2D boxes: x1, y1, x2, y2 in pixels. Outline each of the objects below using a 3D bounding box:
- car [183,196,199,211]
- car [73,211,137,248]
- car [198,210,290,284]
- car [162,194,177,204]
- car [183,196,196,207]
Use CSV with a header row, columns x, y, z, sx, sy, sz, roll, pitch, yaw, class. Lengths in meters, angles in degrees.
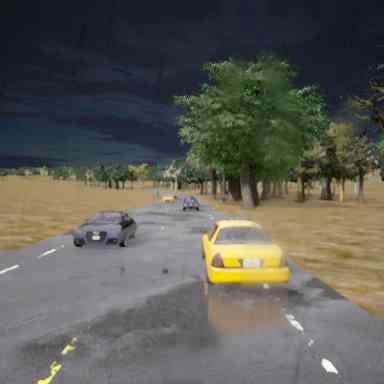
x,y,z,sx,sy,sz,roll,pitch,yaw,class
-0.130,1.406,38.271,2.033,1.411,5.357,0,0,0,car
-3.624,1.531,14.542,1.994,1.385,4.181,0,0,0,car
1.222,1.437,9.418,1.801,1.575,5.366,0,0,0,car
-4.080,1.209,57.848,1.882,1.535,5.008,0,0,-1,car
-0.335,1.316,48.853,1.812,1.442,4.674,0,0,-1,car
